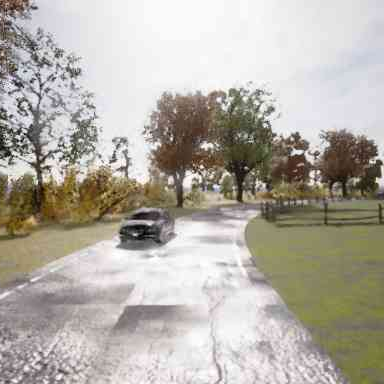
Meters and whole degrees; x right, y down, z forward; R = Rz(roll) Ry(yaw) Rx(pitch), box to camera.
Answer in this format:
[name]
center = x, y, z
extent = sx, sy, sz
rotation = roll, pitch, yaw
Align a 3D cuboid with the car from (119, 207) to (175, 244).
[car]
center = -2.028, 1.534, 16.175
extent = 1.837, 1.490, 4.892
rotation = 0, 0, 8
